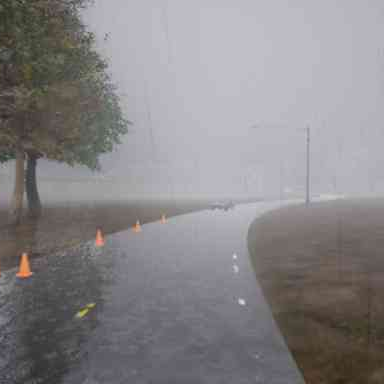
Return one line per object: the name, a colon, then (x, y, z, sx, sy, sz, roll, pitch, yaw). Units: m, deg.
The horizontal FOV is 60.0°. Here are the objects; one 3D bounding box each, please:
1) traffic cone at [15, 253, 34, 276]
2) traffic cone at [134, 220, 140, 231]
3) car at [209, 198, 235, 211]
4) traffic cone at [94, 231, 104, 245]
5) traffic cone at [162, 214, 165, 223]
traffic cone: (-4.520, 1.934, 8.986, 0.340, 0.580, 0.340, 0, 0, 5)
traffic cone: (-3.115, 1.917, 19.136, 0.340, 0.580, 0.340, 0, 0, 11)
car: (3.597, 1.377, 38.386, 2.033, 1.411, 5.357, 2, 1, 21)
traffic cone: (-3.934, 1.925, 14.077, 0.340, 0.580, 0.340, 0, 0, 8)
traffic cone: (-2.062, 1.907, 24.150, 0.340, 0.580, 0.340, 0, 0, 13)
